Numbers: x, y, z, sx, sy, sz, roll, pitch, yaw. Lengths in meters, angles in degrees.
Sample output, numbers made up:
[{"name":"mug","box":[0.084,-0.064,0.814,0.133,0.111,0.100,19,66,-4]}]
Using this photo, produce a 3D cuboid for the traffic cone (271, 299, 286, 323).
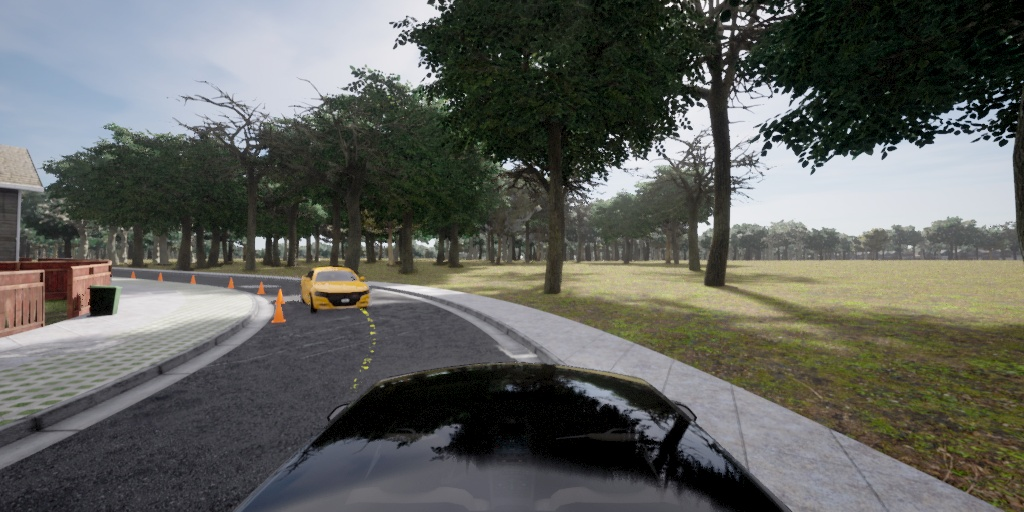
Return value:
[{"name":"traffic cone","box":[-6.943,1.660,10.671,0.340,0.580,0.340,0,0,-27]}]

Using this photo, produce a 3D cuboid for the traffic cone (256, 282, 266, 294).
[{"name":"traffic cone","box":[-12.483,1.589,17.845,0.340,0.580,0.340,0,0,42]}]

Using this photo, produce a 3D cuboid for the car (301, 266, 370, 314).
[{"name":"car","box":[-6.936,1.186,13.905,1.882,1.535,5.008,1,-1,-35]}]

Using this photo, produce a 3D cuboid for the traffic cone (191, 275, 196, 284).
[{"name":"traffic cone","box":[-20.375,1.517,22.906,0.340,0.580,0.340,0,0,28]}]

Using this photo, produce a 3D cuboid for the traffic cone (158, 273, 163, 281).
[{"name":"traffic cone","box":[-24.784,1.496,25.266,0.340,0.580,0.340,0,0,28]}]

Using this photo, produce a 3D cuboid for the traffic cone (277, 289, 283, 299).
[{"name":"traffic cone","box":[-9.389,1.628,14.508,0.340,0.580,0.340,0,0,-38]}]

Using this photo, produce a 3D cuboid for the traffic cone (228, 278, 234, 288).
[{"name":"traffic cone","box":[-16.123,1.549,20.575,0.340,0.580,0.340,0,0,32]}]

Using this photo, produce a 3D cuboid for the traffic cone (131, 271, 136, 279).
[{"name":"traffic cone","box":[-29.193,1.475,27.627,0.340,0.580,0.340,0,0,28]}]
